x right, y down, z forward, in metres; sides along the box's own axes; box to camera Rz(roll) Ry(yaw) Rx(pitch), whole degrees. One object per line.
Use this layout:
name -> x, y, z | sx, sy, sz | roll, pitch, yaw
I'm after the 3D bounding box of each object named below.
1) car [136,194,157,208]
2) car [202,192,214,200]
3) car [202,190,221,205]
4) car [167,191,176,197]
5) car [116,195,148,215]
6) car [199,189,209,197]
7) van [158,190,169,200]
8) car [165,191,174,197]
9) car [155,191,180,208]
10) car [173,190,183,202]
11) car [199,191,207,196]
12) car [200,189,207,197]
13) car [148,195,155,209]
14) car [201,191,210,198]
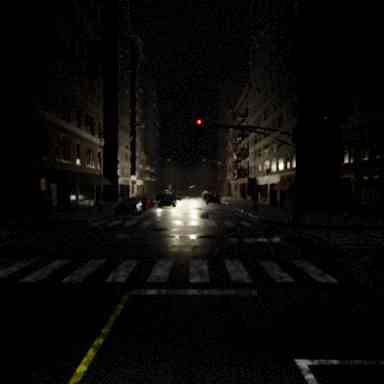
car -> -5.243, 0.994, 39.063 | 1.752, 1.417, 4.829 | 0, 1, 0
car -> 2.863, 0.712, 61.011 | 1.887, 1.381, 4.507 | 0, 1, 0
car -> 2.802, 0.834, 44.648 | 1.967, 1.590, 4.097 | 0, 1, 0
car -> -5.082, 0.447, 82.859 | 1.802, 1.307, 4.206 | 0, 1, 0
car -> -5.283, 1.166, 28.326 | 2.008, 1.369, 4.403 | 0, 1, 0
car -> 2.942, 0.183, 82.823 | 2.192, 1.841, 5.009 | 0, 1, 0
van -> -5.162, 0.505, 61.044 | 1.690, 1.788, 3.998 | 0, 1, 0
car -> -5.103, 0.465, 77.235 | 1.752, 1.417, 4.829 | 0, 1, 0
car -> -2.701, 0.970, 37.366 | 1.882, 1.535, 5.008 | 0, 1, 0
car -> -2.610, 0.794, 53.580 | 1.812, 1.442, 4.674 | 0, 1, 1
car -> 2.962, 0.362, 88.279 | 1.947, 1.339, 4.313 | 0, 1, 0
car -> 2.843, 0.683, 55.556 | 1.967, 1.590, 4.097 | 0, 1, 0
car -> -5.263, 1.086, 33.780 | 1.887, 1.381, 4.507 | 0, 1, 0
car -> 2.903, 0.538, 72.088 | 1.752, 1.417, 4.829 | 0, 1, 0
